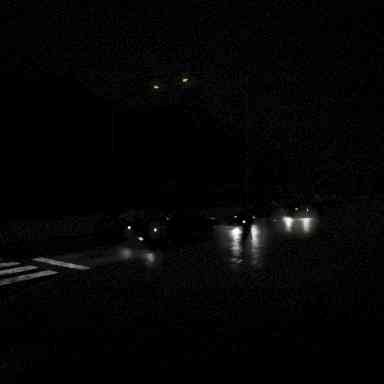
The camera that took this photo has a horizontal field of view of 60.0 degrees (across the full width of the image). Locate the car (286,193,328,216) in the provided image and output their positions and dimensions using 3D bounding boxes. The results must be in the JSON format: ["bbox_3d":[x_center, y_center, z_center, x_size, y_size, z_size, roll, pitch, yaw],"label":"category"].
[{"bbox_3d":[10.894,1.158,31.807,2.150,2.045,5.566,0,0,35],"label":"car"}]

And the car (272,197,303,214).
[{"bbox_3d":[10.185,1.377,35.230,1.967,1.590,4.097,0,0,35],"label":"car"}]

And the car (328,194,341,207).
[{"bbox_3d":[19.981,1.248,49.171,2.192,1.841,5.009,0,0,35],"label":"car"}]

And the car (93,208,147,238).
[{"bbox_3d":[-2.875,1.516,16.642,2.008,1.369,4.403,0,0,35],"label":"car"}]

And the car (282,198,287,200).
[{"bbox_3d":[6.920,1.522,30.582,1.802,1.307,4.206,0,0,35],"label":"car"}]

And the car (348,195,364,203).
[{"bbox_3d":[33.043,1.507,67.759,1.947,1.339,4.313,0,0,35],"label":"car"}]

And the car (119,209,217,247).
[{"bbox_3d":[-0.796,1.564,15.194,1.895,1.301,4.718,0,0,35],"label":"car"}]

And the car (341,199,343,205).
[{"bbox_3d":[23.248,1.498,53.818,1.947,1.339,4.313,0,0,35],"label":"car"}]

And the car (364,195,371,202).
[{"bbox_3d":[39.476,1.485,76.915,1.752,1.417,4.829,0,0,35],"label":"car"}]

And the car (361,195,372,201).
[{"bbox_3d":[42.839,1.517,81.701,1.887,1.381,4.507,0,0,35],"label":"car"}]

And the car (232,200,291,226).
[{"bbox_3d":[4.828,1.493,23.190,2.033,1.411,5.357,0,0,35],"label":"car"}]
